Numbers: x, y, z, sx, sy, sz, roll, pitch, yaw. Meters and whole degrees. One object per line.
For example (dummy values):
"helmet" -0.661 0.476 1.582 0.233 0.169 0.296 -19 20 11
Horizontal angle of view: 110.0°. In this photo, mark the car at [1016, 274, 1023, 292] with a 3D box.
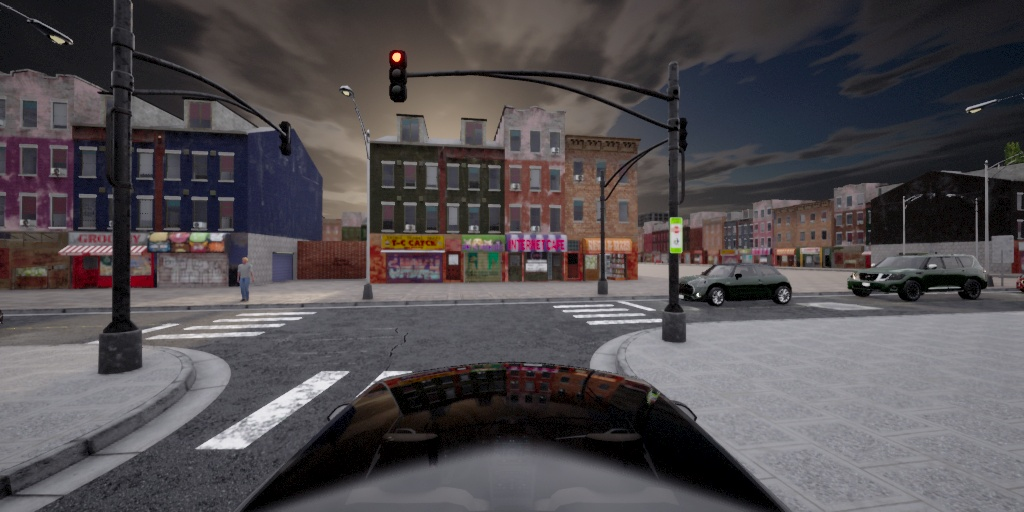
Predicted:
"car" 28.625 1.034 18.187 4.553 1.767 2.097 0 0 -8

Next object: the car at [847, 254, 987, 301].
"car" 18.777 0.927 16.687 5.566 2.045 2.150 0 0 -9

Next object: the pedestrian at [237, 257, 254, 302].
"pedestrian" -11.107 0.944 14.948 0.375 1.860 0.375 0 0 -9

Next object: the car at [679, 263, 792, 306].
"car" 9.170 1.082 15.150 4.553 1.767 2.097 0 0 -10

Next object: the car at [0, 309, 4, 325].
"car" -15.411 1.277 8.354 4.902 1.511 2.128 0 0 -8
